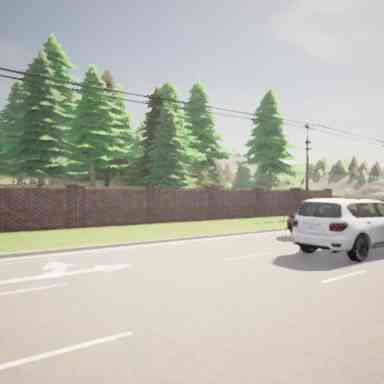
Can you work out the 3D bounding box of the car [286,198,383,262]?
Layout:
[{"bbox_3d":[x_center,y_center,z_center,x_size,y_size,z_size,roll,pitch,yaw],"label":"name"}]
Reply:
[{"bbox_3d":[6.107,1.253,12.437,5.566,2.045,2.150,0,0,-35],"label":"car"}]

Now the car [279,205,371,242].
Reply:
[{"bbox_3d":[7.001,1.530,17.354,4.902,1.511,2.128,0,0,-35],"label":"car"}]
